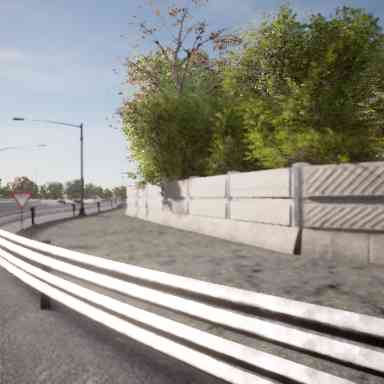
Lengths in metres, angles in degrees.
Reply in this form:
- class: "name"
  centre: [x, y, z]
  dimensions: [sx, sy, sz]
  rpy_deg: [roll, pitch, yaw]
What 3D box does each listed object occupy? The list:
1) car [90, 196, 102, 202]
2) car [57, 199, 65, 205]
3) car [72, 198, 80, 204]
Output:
- class: "car"
  centre: [-24.195, 2.033, 83.822]
  dimensions: [2.150, 2.045, 5.566]
  rpy_deg: [0, -1, -8]
- class: "car"
  centre: [-32.407, 2.384, 82.294]
  dimensions: [1.812, 1.442, 4.674]
  rpy_deg: [0, -1, -23]
- class: "car"
  centre: [-29.128, 2.345, 83.518]
  dimensions: [1.837, 1.490, 4.892]
  rpy_deg: [0, -1, -23]
